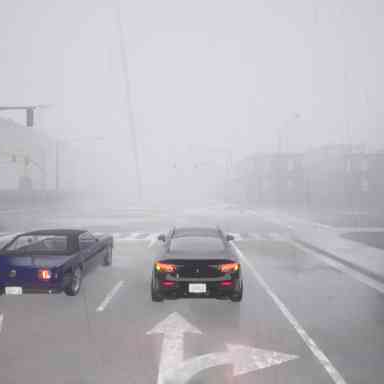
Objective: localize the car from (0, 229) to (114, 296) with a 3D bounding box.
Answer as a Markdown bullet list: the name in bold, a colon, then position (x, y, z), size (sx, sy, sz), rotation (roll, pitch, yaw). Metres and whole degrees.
- **car**: position (-3.398, 1.601, 8.591), size (1.895, 1.301, 4.718), rotation (0, 0, 0)

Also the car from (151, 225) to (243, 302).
- **car**: position (0.100, 1.526, 8.158), size (1.812, 1.442, 4.674), rotation (0, 0, 0)
